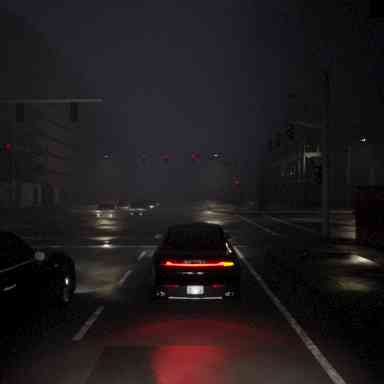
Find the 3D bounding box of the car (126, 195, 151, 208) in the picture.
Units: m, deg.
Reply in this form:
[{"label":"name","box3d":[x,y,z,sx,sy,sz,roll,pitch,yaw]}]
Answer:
[{"label":"car","box3d":[-7.509,1.547,47.425,2.033,1.411,5.357,0,0,0]}]

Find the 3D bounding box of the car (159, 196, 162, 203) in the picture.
[{"label":"car","box3d":[-7.246,1.547,67.847,2.033,1.411,5.357,0,0,1]}]

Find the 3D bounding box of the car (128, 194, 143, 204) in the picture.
[{"label":"car","box3d":[-10.828,1.352,63.809,2.097,1.767,4.553,0,0,1]}]

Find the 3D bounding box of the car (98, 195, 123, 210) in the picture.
[{"label":"car","box3d":[-10.995,1.477,44.240,1.882,1.535,5.008,0,0,0]}]

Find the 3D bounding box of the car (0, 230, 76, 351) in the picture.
[{"label":"car","box3d":[-3.449,1.352,5.051,2.097,1.767,4.553,0,0,0]}]

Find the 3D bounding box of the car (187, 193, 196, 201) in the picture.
[{"label":"car","box3d":[-0.067,1.225,84.394,2.150,2.045,5.566,0,0,1]}]

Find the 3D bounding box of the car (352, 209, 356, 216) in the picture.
[{"label":"car","box3d":[15.955,1.656,27.612,4.718,1.301,1.895,0,0,0]}]

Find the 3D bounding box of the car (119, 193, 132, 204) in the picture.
[{"label":"car","box3d":[-10.970,1.221,54.060,2.150,2.045,5.566,0,0,1]}]

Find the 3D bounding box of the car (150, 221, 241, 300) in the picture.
[{"label":"car","box3d":[0.076,1.505,8.376,1.837,1.490,4.892,0,0,0]}]

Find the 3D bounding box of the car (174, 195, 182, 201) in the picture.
[{"label":"car","box3d":[-3.569,1.552,84.167,1.994,1.385,4.181,0,0,1]}]

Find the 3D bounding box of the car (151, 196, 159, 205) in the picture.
[{"label":"car","box3d":[-7.429,1.477,57.404,1.882,1.535,5.008,0,0,1]}]
